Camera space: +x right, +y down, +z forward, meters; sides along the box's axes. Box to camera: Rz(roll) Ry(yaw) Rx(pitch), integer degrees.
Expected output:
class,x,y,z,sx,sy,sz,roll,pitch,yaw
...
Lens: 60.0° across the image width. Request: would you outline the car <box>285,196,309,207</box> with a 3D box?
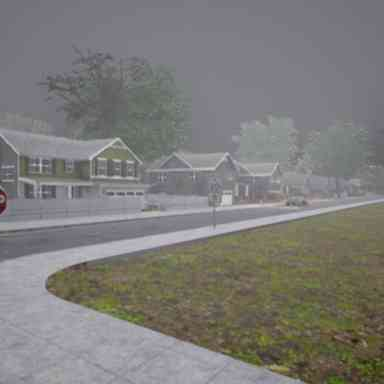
class,x,y,z,sx,sy,sz,roll,pitch,yaw
car,14.737,1.303,46.376,2.033,1.411,5.357,1,1,35
